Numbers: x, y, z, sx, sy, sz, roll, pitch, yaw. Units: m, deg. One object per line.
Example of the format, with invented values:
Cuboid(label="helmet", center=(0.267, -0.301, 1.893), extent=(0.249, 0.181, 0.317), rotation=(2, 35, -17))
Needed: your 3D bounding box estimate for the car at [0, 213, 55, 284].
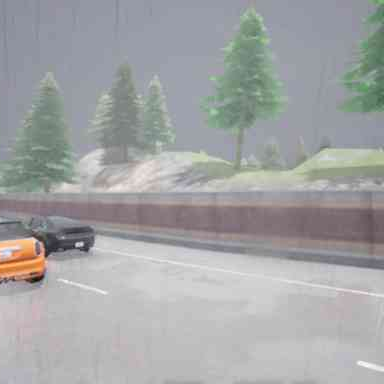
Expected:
Cuboid(label="car", center=(-5.813, 1.436, 8.744), extent=(4.553, 1.767, 2.097), rotation=(-1, -1, 39))

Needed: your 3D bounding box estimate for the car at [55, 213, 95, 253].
Cuboid(label="car", center=(-5.787, 1.622, 13.304), extent=(4.892, 1.490, 1.837), rotation=(-1, 0, 41))
